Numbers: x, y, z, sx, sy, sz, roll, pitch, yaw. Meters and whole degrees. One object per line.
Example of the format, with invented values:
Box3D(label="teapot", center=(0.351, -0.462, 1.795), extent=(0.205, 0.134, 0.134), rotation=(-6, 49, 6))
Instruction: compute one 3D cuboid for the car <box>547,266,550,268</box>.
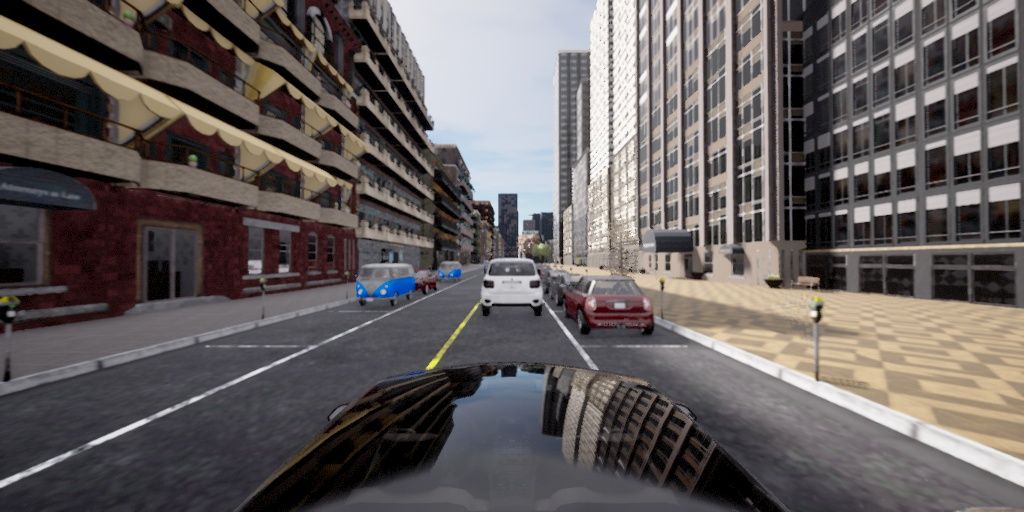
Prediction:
Box3D(label="car", center=(2.695, 1.510, 21.944), extent=(2.007, 1.370, 4.403), rotation=(0, 0, 0))

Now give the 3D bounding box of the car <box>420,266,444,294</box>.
Box3D(label="car", center=(-5.686, 1.506, 21.946), extent=(1.888, 1.381, 4.507), rotation=(0, 0, 0))

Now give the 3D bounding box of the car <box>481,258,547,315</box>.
Box3D(label="car", center=(0.010, 1.107, 14.427), extent=(2.150, 2.045, 5.566), rotation=(0, 0, 0))

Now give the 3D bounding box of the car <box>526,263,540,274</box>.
Box3D(label="car", center=(3.157, 1.831, 53.732), extent=(1.812, 1.442, 4.674), rotation=(0, -1, 0))

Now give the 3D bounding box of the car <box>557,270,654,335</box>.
Box3D(label="car", center=(2.693, 1.285, 10.898), extent=(1.967, 1.591, 4.097), rotation=(0, 0, 0))

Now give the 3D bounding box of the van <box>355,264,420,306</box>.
Box3D(label="van", center=(-5.687, 1.244, 16.423), extent=(1.690, 1.789, 3.998), rotation=(0, 0, 0))

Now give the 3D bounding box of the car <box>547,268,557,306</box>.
Box3D(label="car", center=(2.694, 1.453, 16.421), extent=(2.007, 1.370, 4.403), rotation=(0, 0, 0))

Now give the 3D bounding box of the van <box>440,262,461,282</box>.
Box3D(label="van", center=(-5.684, 1.418, 32.990), extent=(1.690, 1.789, 3.998), rotation=(0, 0, 0))
